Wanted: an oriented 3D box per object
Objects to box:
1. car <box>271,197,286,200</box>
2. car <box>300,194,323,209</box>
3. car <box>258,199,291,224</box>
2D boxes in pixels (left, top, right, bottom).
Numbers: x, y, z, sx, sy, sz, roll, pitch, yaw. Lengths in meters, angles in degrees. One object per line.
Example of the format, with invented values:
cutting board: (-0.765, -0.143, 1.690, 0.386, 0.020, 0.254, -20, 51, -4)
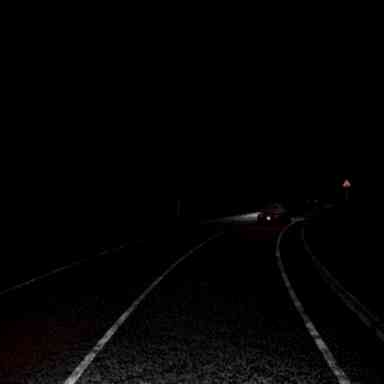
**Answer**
car: (10.189, 1.394, 39.548, 2.128, 1.511, 4.902, -3, 0, 31)
car: (14.327, 1.038, 39.712, 2.097, 1.767, 4.553, -3, 0, 30)
car: (6.167, 1.557, 24.784, 1.812, 1.442, 4.674, -2, -1, 24)
